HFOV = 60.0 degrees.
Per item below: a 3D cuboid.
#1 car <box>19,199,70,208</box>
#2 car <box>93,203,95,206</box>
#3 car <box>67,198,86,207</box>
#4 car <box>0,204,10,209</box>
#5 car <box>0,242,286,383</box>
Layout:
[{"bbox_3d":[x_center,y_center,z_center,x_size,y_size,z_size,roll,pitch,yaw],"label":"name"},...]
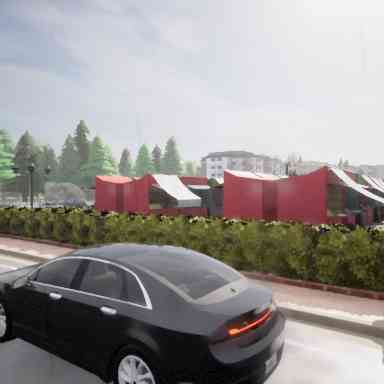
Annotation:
[{"bbox_3d":[-15.508,1.649,34.233,1.895,1.301,4.718,0,0,36],"label":"car"},{"bbox_3d":[-10.191,1.400,41.541,2.097,1.767,4.553,0,0,36],"label":"car"},{"bbox_3d":[-15.245,1.538,40.544,2.128,1.511,4.902,0,0,36],"label":"car"},{"bbox_3d":[-20.853,1.594,32.805,2.033,1.411,5.357,0,0,39],"label":"car"},{"bbox_3d":[-1.158,1.504,4.827,4.892,1.490,1.837,0,0,36],"label":"car"}]
